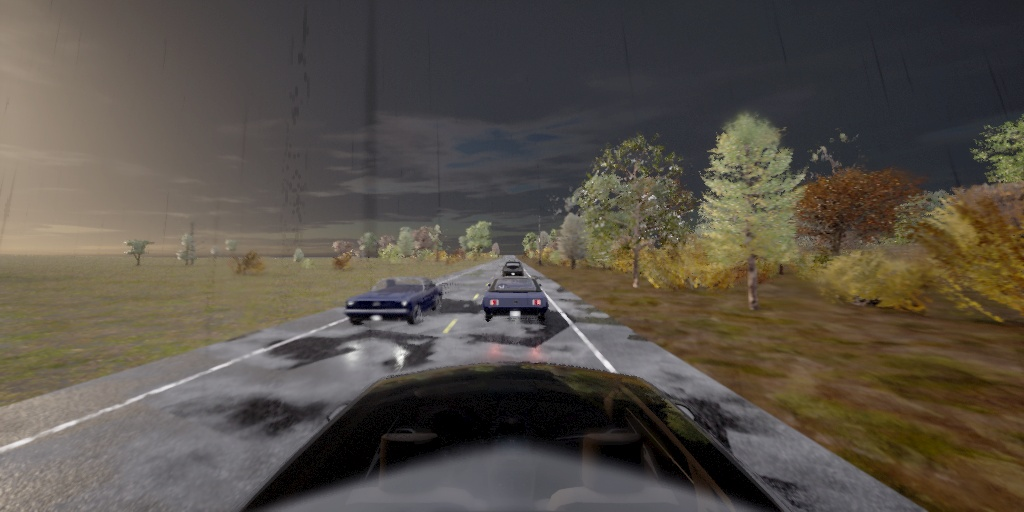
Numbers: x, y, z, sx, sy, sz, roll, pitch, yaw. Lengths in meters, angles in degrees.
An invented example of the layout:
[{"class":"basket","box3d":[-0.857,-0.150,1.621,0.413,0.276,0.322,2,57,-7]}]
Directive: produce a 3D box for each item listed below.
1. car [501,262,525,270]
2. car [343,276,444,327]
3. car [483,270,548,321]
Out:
[{"class":"car","box3d":[0.088,1.244,32.267,1.837,1.490,4.892,0,0,0]},{"class":"car","box3d":[-3.595,1.351,11.739,1.895,1.301,4.718,0,0,0]},{"class":"car","box3d":[0.097,1.351,12.419,1.895,1.301,4.718,0,0,0]}]
